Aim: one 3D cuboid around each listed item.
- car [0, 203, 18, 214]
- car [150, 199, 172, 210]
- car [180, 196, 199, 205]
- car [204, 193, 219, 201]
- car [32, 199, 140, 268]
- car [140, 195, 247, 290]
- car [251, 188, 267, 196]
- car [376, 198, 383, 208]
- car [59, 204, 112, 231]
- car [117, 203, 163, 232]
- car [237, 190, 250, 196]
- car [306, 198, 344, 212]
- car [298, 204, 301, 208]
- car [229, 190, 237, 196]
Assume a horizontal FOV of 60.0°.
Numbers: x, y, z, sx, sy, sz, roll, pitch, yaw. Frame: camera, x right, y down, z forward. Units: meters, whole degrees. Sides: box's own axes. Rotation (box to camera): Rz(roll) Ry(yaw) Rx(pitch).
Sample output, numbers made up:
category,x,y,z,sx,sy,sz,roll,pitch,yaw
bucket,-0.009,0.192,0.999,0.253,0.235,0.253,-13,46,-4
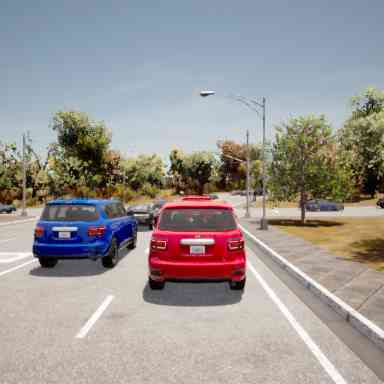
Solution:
category,x,y,z,sx,sy,sz,roll,pitch,yaw
car,-22.992,1.815,38.057,5.357,1.411,2.033,-2,0,3
car,-4.283,1.692,47.172,1.994,1.385,4.181,0,0,11
car,-0.426,1.512,62.620,1.882,1.535,5.008,0,1,20
car,4.421,1.120,75.237,1.994,1.385,4.181,0,2,23
car,-3.353,1.235,11.514,2.150,2.045,5.566,0,0,1
car,0.129,1.230,9.235,2.150,2.045,5.566,0,0,0
car,17.566,-0.079,85.080,2.150,2.045,5.566,0,3,33
car,26.578,1.049,42.276,5.566,2.045,2.150,-2,0,3
car,-6.816,1.571,21.834,1.812,1.442,4.674,0,0,2
car,-3.168,1.536,21.367,2.128,1.511,4.902,0,0,1
car,14.251,0.262,86.364,2.128,1.511,4.902,0,3,33
car,15.736,1.615,39.419,4.181,1.385,1.994,-1,0,4
car,16.264,1.562,42.894,4.892,1.490,1.837,-1,0,3
car,11.432,0.240,88.461,1.812,1.442,4.674,0,3,30
